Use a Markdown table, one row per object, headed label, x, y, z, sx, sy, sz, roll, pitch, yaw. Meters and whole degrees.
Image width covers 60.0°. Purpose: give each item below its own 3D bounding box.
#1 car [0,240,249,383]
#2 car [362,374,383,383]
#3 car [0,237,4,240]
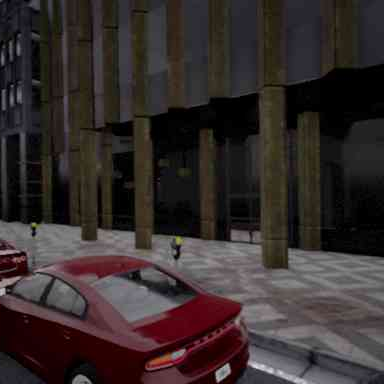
| label | x | y | z | sx | sy | sz | roll | pitch | yaw |
| --- | --- | --- | --- | --- | --- | --- | --- | --- | --- |
| car | -1.430 | 1.548 | 4.496 | 4.507 | 1.381 | 1.887 | -1 | 0 | 40 |
| car | 2.746 | 1.495 | 1.014 | 4.403 | 1.369 | 2.008 | -1 | 0 | 40 |
| car | -5.606 | 1.607 | 7.978 | 4.507 | 1.381 | 1.887 | -1 | 0 | 40 |
